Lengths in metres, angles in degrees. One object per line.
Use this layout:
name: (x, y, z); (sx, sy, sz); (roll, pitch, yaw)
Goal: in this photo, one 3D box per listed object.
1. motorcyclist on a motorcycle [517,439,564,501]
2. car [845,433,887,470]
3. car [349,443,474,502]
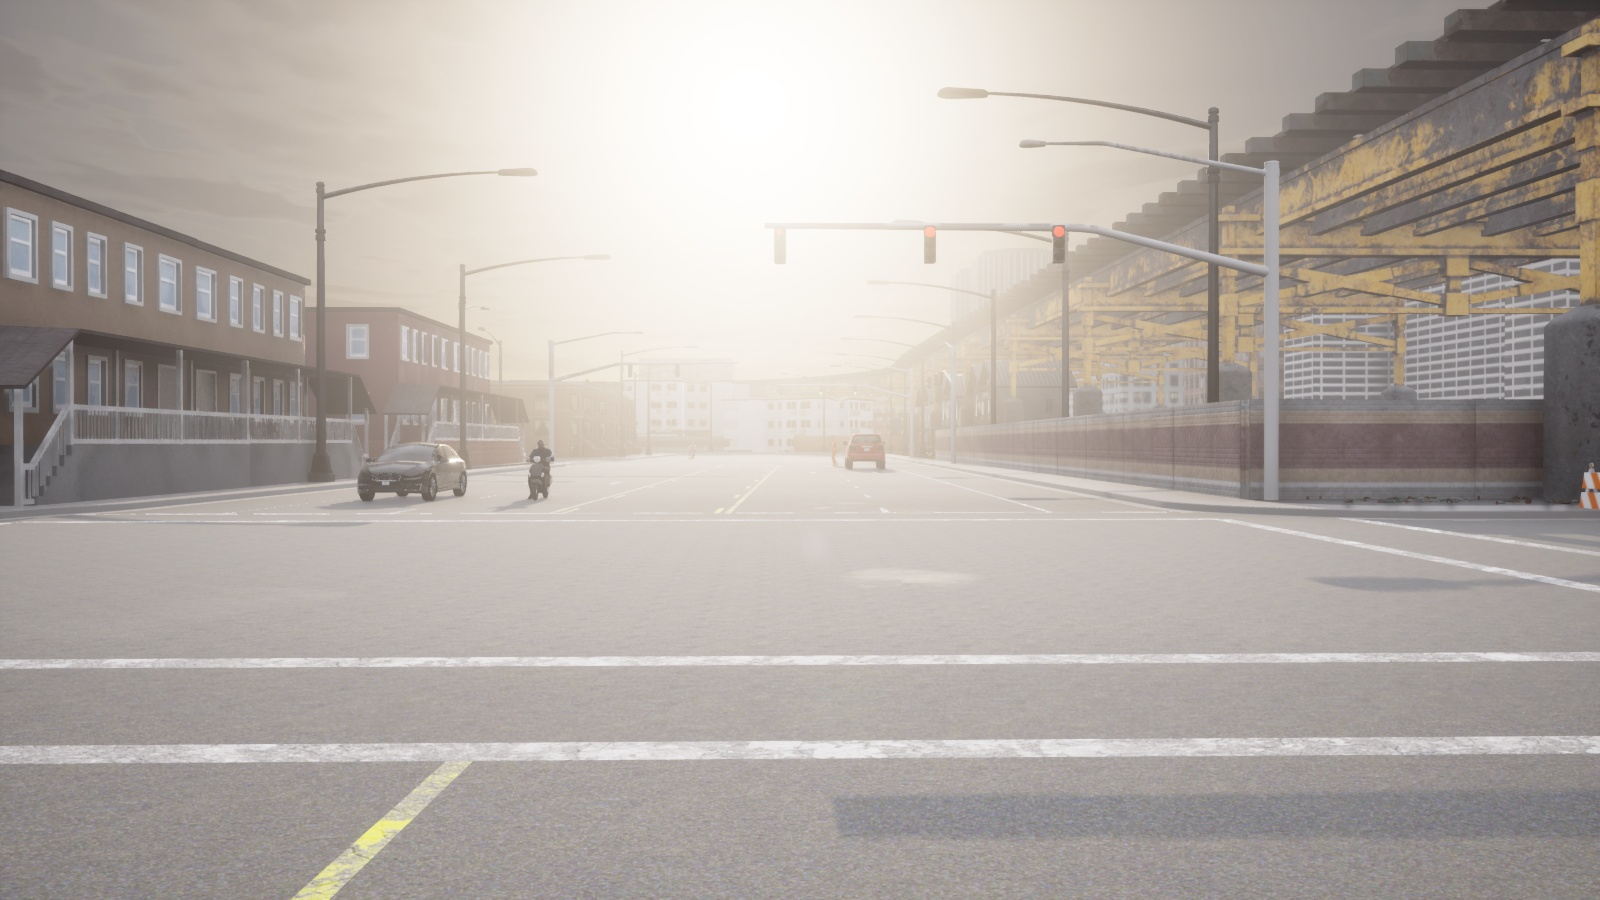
motorcyclist on a motorcycle: (-6.884, 0.506, 33.335); (0.866, 1.590, 1.817); (0, 0, 0)
car: (3.728, 0.061, 72.224); (2.150, 2.045, 5.566); (0, 0, 0)
car: (-10.382, 0.552, 33.928); (1.837, 1.490, 4.892); (0, 0, 0)
